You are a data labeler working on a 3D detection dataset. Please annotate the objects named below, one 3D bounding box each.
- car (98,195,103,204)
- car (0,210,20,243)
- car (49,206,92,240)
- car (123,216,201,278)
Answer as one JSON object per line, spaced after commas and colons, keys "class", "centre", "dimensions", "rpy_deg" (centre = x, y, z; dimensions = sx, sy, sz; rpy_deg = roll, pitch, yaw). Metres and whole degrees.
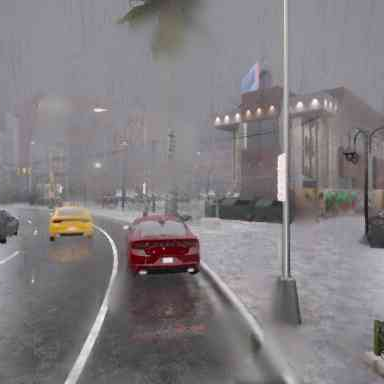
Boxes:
{"class": "car", "centre": [-14.576, 1.237, 56.454], "dimensions": [4.553, 1.767, 2.185], "rpy_deg": [0, 0, 42]}
{"class": "car", "centre": [-9.368, 1.538, 15.521], "dimensions": [2.033, 1.411, 5.357], "rpy_deg": [0, 0, -21]}
{"class": "car", "centre": [-6.282, 1.471, 17.205], "dimensions": [1.882, 1.535, 5.008], "rpy_deg": [0, 0, -21]}
{"class": "car", "centre": [-1.082, 1.475, 10.345], "dimensions": [1.882, 1.535, 5.008], "rpy_deg": [0, 0, -12]}
